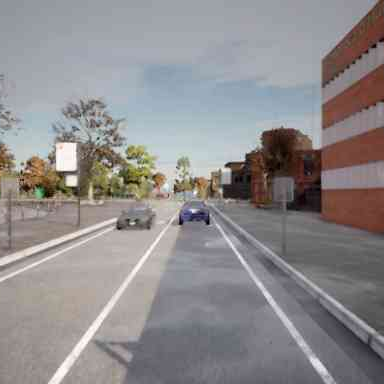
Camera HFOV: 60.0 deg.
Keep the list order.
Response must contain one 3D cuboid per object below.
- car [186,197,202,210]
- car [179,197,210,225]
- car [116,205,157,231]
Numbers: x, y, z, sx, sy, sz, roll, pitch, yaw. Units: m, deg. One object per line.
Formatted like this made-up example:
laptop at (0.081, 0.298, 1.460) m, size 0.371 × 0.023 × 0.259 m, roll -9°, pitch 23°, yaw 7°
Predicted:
car at (0.300, 1.388, 40.840) m, size 1.837 × 1.490 × 4.892 m, roll 0°, pitch 0°, yaw 1°
car at (0.176, 1.299, 23.858) m, size 2.097 × 1.767 × 4.553 m, roll 0°, pitch 0°, yaw 0°
car at (-3.290, 1.522, 20.351) m, size 1.994 × 1.385 × 4.181 m, roll 0°, pitch 0°, yaw 0°
